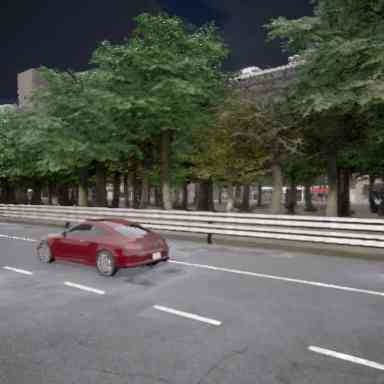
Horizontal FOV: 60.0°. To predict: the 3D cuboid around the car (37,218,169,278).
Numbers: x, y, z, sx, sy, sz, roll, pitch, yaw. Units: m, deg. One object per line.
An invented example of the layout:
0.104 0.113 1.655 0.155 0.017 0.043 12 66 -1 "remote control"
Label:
-2.808 1.536 10.177 4.674 1.442 1.812 0 0 36 "car"
